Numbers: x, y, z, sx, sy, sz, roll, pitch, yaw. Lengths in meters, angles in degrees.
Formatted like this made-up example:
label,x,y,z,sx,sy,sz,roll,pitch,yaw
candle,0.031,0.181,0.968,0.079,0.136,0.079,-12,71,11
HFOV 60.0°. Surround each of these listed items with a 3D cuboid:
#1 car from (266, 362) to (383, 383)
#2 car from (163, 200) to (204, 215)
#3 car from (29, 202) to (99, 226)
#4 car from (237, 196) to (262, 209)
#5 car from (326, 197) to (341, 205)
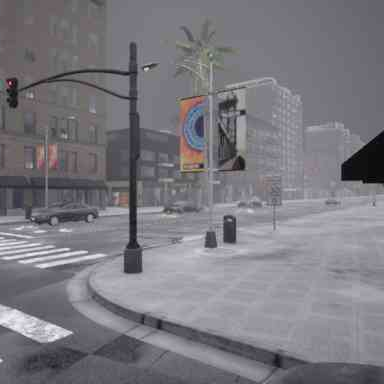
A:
label,x,y,z,sx,sy,sz,roll,pitch,yaw
car,2.203,1.551,1.279,4.403,1.369,2.008,0,0,35
car,-0.772,1.587,35.144,2.033,1.411,5.357,0,0,35
car,-8.921,1.519,23.566,1.837,1.490,4.892,0,0,35
car,8.323,1.427,47.982,2.097,1.767,4.553,0,0,36
car,26.365,1.710,62.065,1.994,1.385,4.181,0,0,35
